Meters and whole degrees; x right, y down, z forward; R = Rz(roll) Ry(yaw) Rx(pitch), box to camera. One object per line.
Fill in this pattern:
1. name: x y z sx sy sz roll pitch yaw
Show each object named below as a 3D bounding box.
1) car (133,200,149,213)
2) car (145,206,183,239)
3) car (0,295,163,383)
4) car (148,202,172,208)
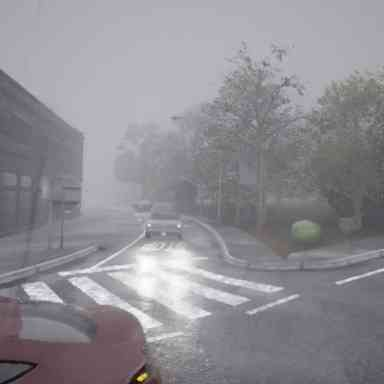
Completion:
1. car: -6.039 1.740 41.220 1.882 1.535 5.008 2 -1 -21
2. car: -1.430 1.718 18.209 1.895 1.301 4.718 2 0 -2
3. car: -2.398 1.519 1.976 4.674 1.442 1.812 0 0 -36
4. car: -2.472 1.666 28.170 1.837 1.490 4.892 2 0 -10
